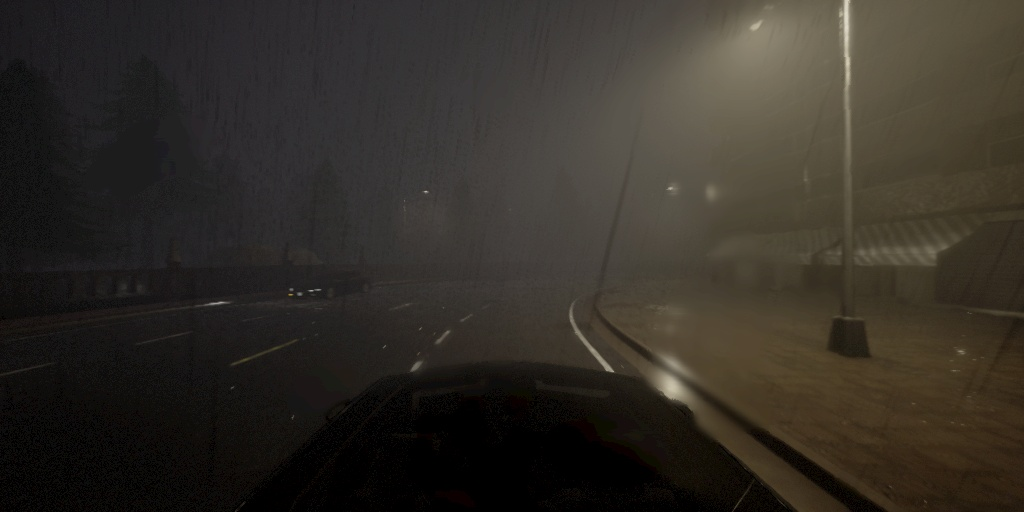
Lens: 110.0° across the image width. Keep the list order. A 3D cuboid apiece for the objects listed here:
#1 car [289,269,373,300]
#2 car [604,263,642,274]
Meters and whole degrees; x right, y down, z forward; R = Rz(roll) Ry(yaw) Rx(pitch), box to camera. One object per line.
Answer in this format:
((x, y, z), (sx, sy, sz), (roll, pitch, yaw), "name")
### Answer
((-9.334, 1.475, 18.941), (1.837, 1.490, 4.892), (0, 1, 11), "car")
((15.372, 1.712, 49.518), (5.357, 1.411, 2.033), (0, -1, -24), "car")
